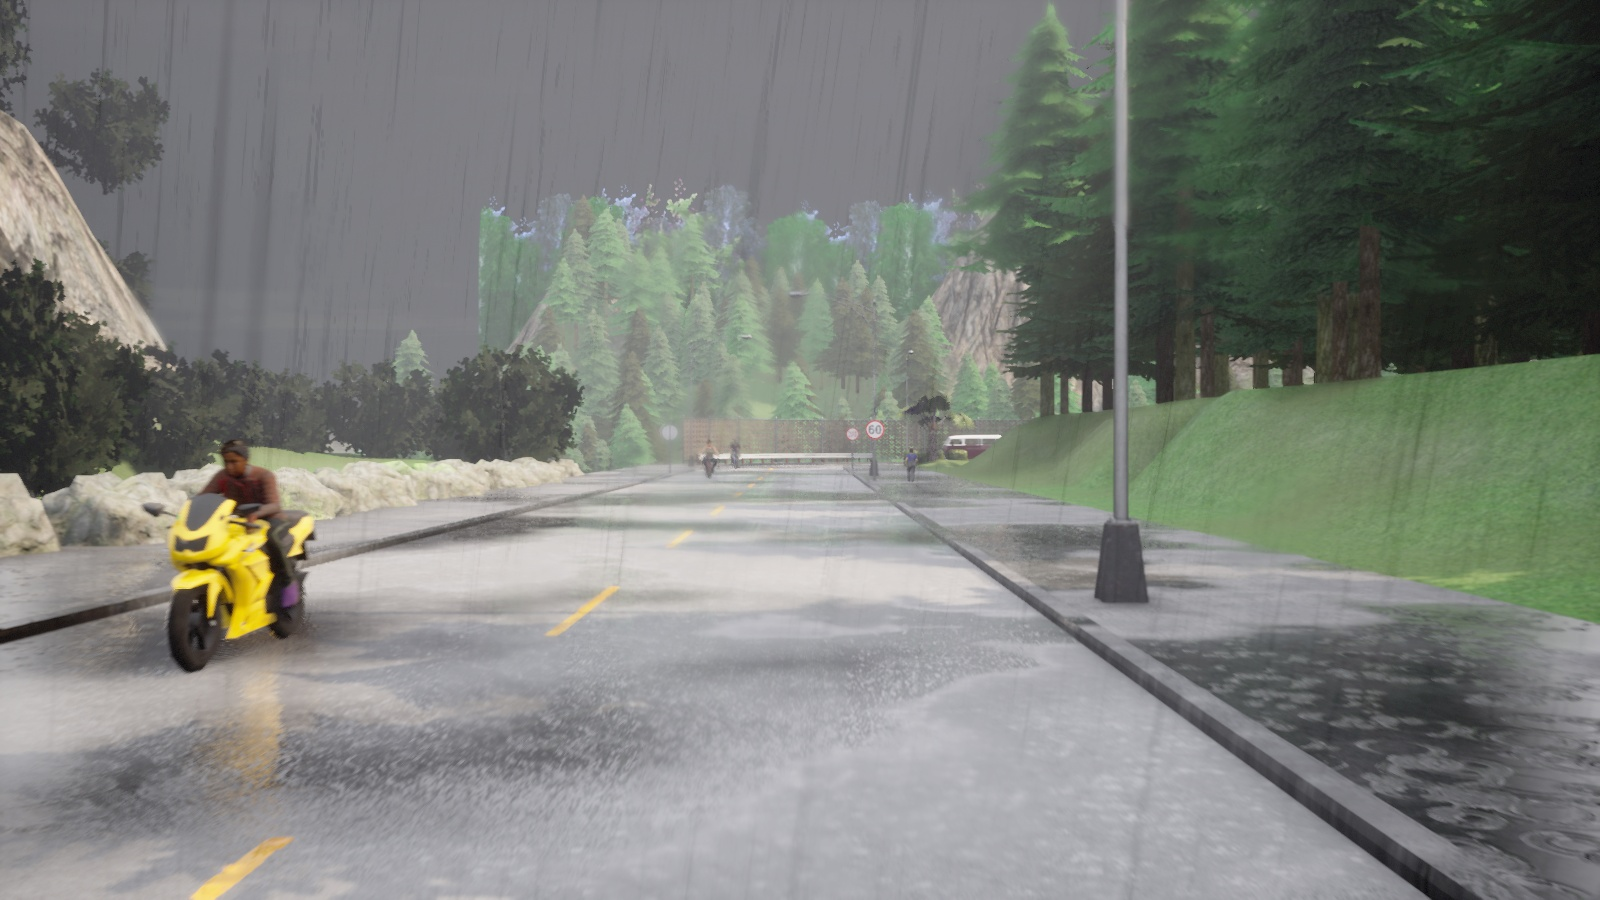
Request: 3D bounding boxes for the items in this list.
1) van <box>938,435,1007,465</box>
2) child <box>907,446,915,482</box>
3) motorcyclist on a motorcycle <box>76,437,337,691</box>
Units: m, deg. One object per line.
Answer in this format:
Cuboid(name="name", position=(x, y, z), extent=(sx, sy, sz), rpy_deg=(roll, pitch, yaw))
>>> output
Cuboid(name="van", position=(11.920, -0.011, 87.049), extent=(4.480, 2.038, 2.069), rpy_deg=(0, 0, 0))
Cuboid(name="child", position=(3.963, 0.487, 44.791), extent=(0.270, 1.263, 0.437), rpy_deg=(0, 0, 2))
Cuboid(name="motorcyclist on a motorcycle", position=(-3.936, 0.677, 8.552), extent=(0.797, 1.523, 2.044), rpy_deg=(0, 0, 0))
